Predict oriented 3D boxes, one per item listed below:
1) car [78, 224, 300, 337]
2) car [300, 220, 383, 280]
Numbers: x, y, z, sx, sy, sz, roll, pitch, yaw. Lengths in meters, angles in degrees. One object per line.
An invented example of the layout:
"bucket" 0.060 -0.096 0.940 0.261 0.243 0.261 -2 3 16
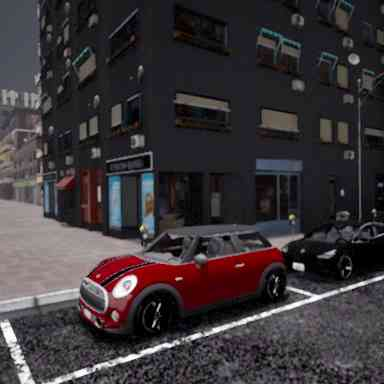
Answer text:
"car" -0.065 1.425 6.528 4.097 1.590 1.967 0 -1 -36
"car" 4.495 1.528 9.781 4.313 1.339 1.947 0 -1 -36
